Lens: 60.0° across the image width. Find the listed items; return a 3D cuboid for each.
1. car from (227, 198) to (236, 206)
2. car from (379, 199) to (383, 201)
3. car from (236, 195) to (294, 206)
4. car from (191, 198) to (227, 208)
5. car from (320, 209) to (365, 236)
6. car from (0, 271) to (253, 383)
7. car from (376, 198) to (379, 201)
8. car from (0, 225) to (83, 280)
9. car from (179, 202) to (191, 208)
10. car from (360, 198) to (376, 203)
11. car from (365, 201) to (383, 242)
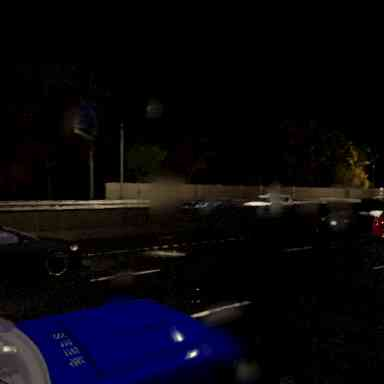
[{"bbox_3d":[6.365,1.581,34.323,5.008,1.535,1.882,0,0,-35],"label":"car"},{"bbox_3d":[32.059,1.848,52.549,4.181,1.385,1.994,0,0,-35],"label":"car"},{"bbox_3d":[7.028,1.316,30.500,5.566,2.045,2.150,0,0,-35],"label":"car"},{"bbox_3d":[2.615,1.445,35.947,4.553,1.767,2.097,0,0,-35],"label":"car"},{"bbox_3d":[9.177,1.636,18.892,4.181,1.385,1.994,0,0,-36],"label":"car"},{"bbox_3d":[-1.782,1.600,2.474,4.718,1.301,1.895,0,0,-36],"label":"car"},{"bbox_3d":[35.401,1.668,59.230,4.553,1.767,2.097,0,0,-36],"label":"car"},{"bbox_3d":[-5.085,1.567,8.717,4.181,1.385,1.994,0,0,-36],"label":"car"},{"bbox_3d":[0.515,1.657,38.746,4.181,1.385,1.994,0,0,-35],"label":"car"},{"bbox_3d":[33.343,1.791,62.061,5.008,1.535,1.882,0,0,-36],"label":"car"},{"bbox_3d":[10.381,1.420,15.456,4.553,1.767,2.097,0,0,-36],"label":"car"}]
